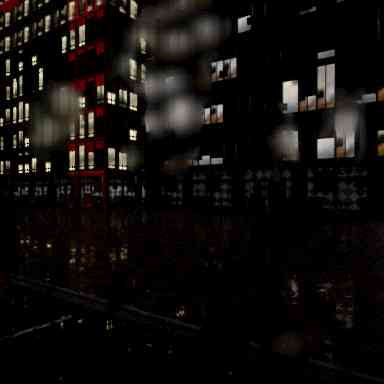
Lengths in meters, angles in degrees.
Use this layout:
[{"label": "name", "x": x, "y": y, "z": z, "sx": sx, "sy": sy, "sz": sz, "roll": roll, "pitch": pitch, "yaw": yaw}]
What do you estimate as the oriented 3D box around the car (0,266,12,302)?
[{"label": "car", "x": -5.571, "y": 1.526, "z": 6.842, "sx": 4.829, "sy": 1.417, "sz": 1.752, "roll": 0, "pitch": 0, "yaw": 36}]
